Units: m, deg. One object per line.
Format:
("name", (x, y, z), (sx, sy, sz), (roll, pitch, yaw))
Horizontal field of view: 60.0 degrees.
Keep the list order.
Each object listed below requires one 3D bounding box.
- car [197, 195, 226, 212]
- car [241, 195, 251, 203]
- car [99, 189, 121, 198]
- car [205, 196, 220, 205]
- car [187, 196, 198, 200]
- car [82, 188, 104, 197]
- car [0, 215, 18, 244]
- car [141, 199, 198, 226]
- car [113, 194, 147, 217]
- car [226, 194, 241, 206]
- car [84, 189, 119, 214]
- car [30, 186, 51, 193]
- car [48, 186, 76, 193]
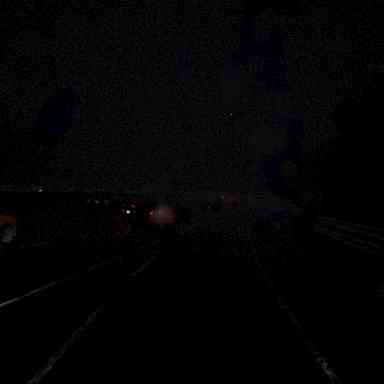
("car", (2.361, 1.483, 38.911), (1.882, 1.535, 5.008), (3, 0, 13))
("car", (13.568, 2.035, 87.280), (1.994, 1.385, 4.181), (3, 0, 13))
("car", (-16.325, 0.326, 66.629), (2.128, 1.511, 4.902), (3, 0, 13))
("car", (3.859, 1.551, 60.861), (1.994, 1.385, 4.181), (3, 0, 13))
("car", (0.460, 1.390, 61.679), (1.895, 1.301, 4.718), (3, 0, 13))
("car", (-19.823, 0.080, 67.001), (1.882, 1.535, 5.008), (3, 0, 13))
("car", (-7.814, 1.037, 10.493), (1.882, 1.535, 5.008), (3, 0, 13))
("car", (-1.371, 1.417, 22.833), (2.033, 1.411, 5.357), (3, 0, 13))
("car", (-4.093, 1.201, 26.548), (1.837, 1.490, 4.892), (3, 0, 13))
("car", (7.272, 1.664, 60.086), (1.882, 1.535, 5.008), (3, 0, 13))
("car", (-7.159, 0.861, 28.755), (2.097, 1.767, 4.553), (3, 0, 13))
("car", (-23.255, -0.174, 52.290), (2.097, 1.767, 4.553), (3, 0, 14))
("car", (-19.769, 0.240, 51.918), (1.994, 1.385, 4.181), (3, 0, 14))
